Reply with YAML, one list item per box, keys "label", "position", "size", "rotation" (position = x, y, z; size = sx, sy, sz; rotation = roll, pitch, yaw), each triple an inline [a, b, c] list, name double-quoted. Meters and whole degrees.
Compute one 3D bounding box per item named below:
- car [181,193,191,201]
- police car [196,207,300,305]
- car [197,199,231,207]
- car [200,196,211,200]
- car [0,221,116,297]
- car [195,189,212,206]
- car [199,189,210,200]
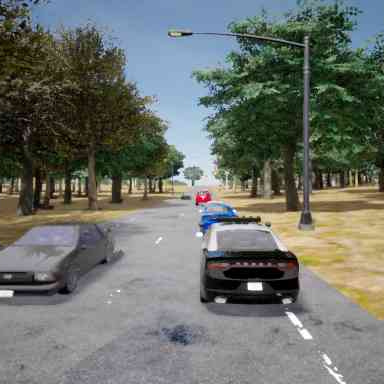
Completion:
- label: "car"
  position: [-1.138, 0.923, 63.484]
  size: [1.895, 1.301, 4.718]
  rotation: [0, 1, 3]
- label: "police car"
  position: [1.129, 1.409, 8.303]
  size: [1.930, 1.638, 5.238]
  rotation: [0, 0, 1]
- label: "car"
  position: [1.408, 1.401, 18.132]
  size: [1.882, 1.535, 5.008]
  rotation: [0, 1, 2]
- label: "car"
  position: [1.673, 1.315, 24.300]
  size: [1.801, 1.575, 5.366]
  rotation: [0, 1, 3]
- label: "car"
  position: [-3.487, 1.531, 8.966]
  size: [2.033, 1.411, 5.357]
  rotation: [0, 0, 1]
- label: "car"
  position: [1.624, 0.805, 46.168]
  size: [2.150, 2.045, 5.566]
  rotation: [0, 1, 3]
- label: "car"
  position: [2.500, 0.466, 67.364]
  size: [2.150, 2.045, 5.566]
  rotation: [0, 1, 3]
